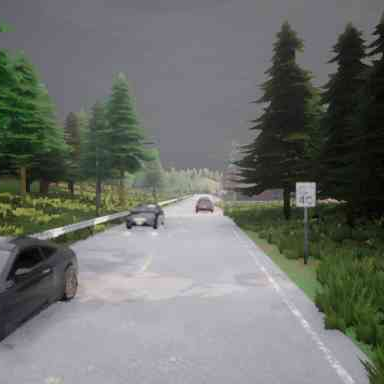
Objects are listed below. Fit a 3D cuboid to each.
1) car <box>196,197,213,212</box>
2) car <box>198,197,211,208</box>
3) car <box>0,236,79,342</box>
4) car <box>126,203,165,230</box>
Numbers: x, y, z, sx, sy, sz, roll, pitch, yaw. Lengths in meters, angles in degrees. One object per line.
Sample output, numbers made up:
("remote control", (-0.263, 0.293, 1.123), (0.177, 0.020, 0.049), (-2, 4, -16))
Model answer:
("car", (1.445, 1.564, 38.250), (1.994, 1.385, 4.181), (0, 0, 2))
("car", (1.798, 1.505, 48.557), (1.837, 1.490, 4.892), (0, 0, 3))
("car", (-3.426, 1.541, 5.601), (1.812, 1.442, 4.674), (1, 0, 2))
("car", (-2.855, 1.493, 21.125), (2.128, 1.511, 4.902), (0, 0, 2))
